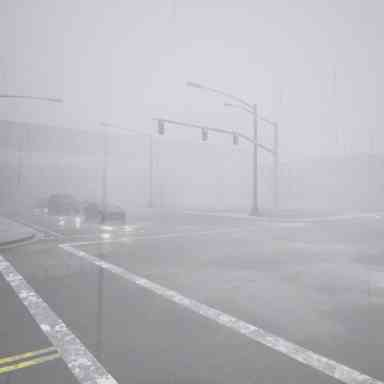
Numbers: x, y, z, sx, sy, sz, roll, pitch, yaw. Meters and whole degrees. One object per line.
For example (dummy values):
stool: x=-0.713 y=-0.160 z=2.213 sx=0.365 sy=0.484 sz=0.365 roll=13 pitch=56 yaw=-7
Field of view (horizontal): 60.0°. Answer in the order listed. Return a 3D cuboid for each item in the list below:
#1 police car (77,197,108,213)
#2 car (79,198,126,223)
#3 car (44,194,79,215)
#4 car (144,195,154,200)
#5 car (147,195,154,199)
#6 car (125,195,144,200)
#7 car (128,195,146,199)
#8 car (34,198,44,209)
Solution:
police car: x=-11.661 y=1.458 z=38.597 sx=1.930 sy=1.638 sz=5.238 roll=0 pitch=0 yaw=-35
car: x=-6.886 y=1.503 z=25.943 sx=1.882 sy=1.535 sz=5.008 roll=0 pitch=0 yaw=-37
car: x=-13.449 y=1.246 z=34.810 sx=2.150 sy=2.045 sz=5.566 roll=0 pitch=0 yaw=-37
car: x=-11.625 y=1.557 z=93.041 sx=2.038 sy=1.542 sz=4.974 roll=0 pitch=0 yaw=-5
car: x=-11.630 y=1.399 z=93.093 sx=1.853 sy=1.218 sz=4.536 roll=0 pitch=0 yaw=-5
car: x=-15.356 y=1.550 z=92.984 sx=4.974 sy=1.542 sz=2.038 roll=0 pitch=0 yaw=25
car: x=-15.403 y=1.392 z=93.006 sx=4.536 sy=1.218 sz=1.853 roll=0 pitch=0 yaw=25
car: x=-20.765 y=1.575 z=46.249 sx=2.033 sy=1.411 sz=5.357 roll=0 pitch=0 yaw=-21
